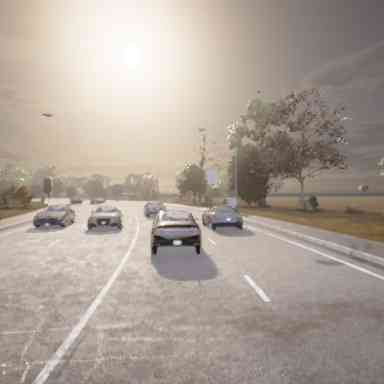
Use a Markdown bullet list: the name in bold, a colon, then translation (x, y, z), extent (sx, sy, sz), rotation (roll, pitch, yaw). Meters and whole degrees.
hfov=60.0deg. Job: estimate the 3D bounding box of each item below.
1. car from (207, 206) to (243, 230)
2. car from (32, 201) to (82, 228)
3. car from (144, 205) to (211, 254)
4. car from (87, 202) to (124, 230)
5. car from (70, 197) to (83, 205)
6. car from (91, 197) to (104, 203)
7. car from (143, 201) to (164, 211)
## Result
- **car**: translation (1.843, 1.562, 21.346), extent (1.994, 1.385, 4.181), rotation (0, 0, -8)
- **car**: translation (-9.117, 1.562, 22.526), extent (2.033, 1.411, 5.357), rotation (0, 0, -10)
- **car**: translation (-0.728, 1.493, 13.629), extent (2.128, 1.511, 4.902), rotation (0, 0, -6)
- **car**: translation (-5.394, 1.573, 21.116), extent (1.994, 1.385, 4.181), rotation (0, 0, -9)
- **car**: translation (-20.950, 1.617, 60.407), extent (1.895, 1.301, 4.718), rotation (0, 0, -25)
- **car**: translation (-17.237, 1.582, 60.714), extent (1.994, 1.385, 4.181), rotation (0, 0, -24)
- **car**: translation (-3.566, 1.554, 31.641), extent (2.033, 1.411, 5.357), rotation (0, 0, -13)
